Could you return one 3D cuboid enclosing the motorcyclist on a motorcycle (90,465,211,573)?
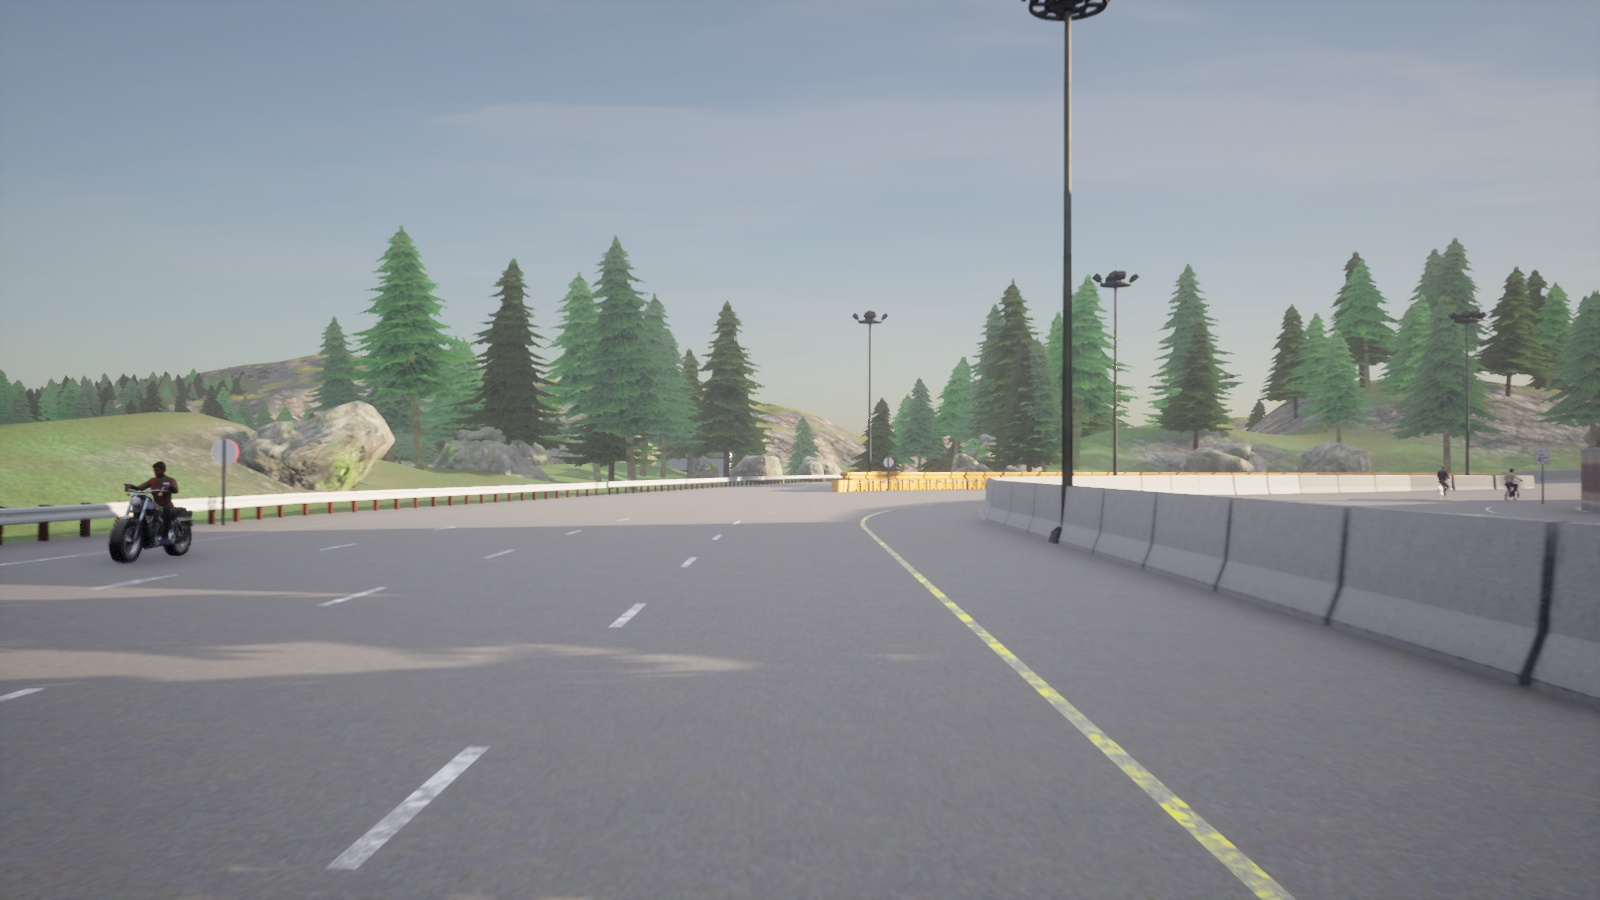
[{"bbox_3d":[-10.548,1.081,20.512,0.766,1.649,2.350,0,-1,0],"label":"motorcyclist on a motorcycle"}]
